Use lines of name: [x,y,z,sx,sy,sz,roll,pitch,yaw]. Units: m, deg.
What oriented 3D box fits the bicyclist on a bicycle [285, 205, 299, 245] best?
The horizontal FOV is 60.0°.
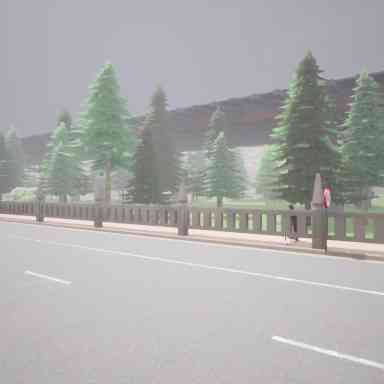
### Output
bicyclist on a bicycle: [4.101,1.342,13.600,0.582,1.620,1.656,-1,-4,34]
